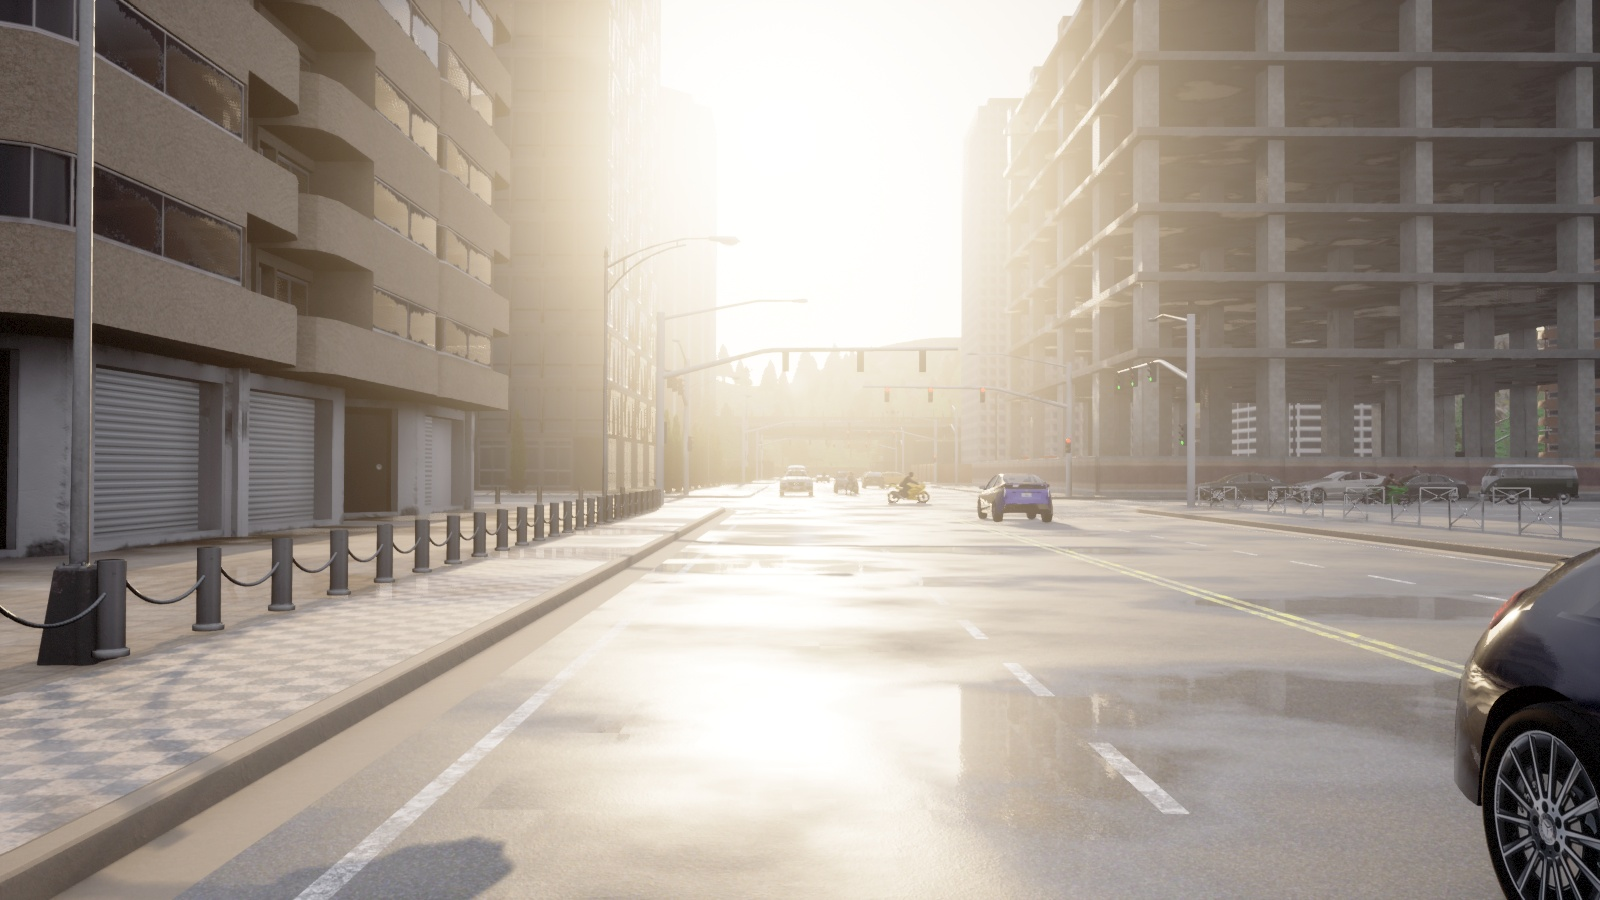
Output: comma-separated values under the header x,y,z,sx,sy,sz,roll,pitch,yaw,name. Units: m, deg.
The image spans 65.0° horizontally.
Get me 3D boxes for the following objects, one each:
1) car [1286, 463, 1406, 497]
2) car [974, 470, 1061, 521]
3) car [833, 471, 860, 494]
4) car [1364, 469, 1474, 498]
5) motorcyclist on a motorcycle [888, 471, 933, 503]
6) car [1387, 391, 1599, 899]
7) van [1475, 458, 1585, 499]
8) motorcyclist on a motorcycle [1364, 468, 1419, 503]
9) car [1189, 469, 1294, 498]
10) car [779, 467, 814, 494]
x,y,z,sx,sy,sz,roll,pitch,yaw,name
27.222,1.480,62.726,5.027,1.651,2.152,0,-1,0,car
6.893,1.409,40.286,2.007,1.525,4.514,0,-1,0,car
3.265,2.267,88.743,1.789,1.549,3.705,0,-1,0,car
32.643,1.743,66.259,4.892,1.490,1.837,0,-1,-1,car
5.194,1.734,58.967,2.044,1.523,0.797,0,-1,-1,motorcyclist on a motorcycle
3.492,0.623,2.625,2.152,1.651,5.027,0,-1,0,car
36.441,1.418,62.785,4.442,1.987,1.775,0,-1,0,van
26.224,1.570,55.720,2.044,1.523,0.797,0,-1,0,motorcyclist on a motorcycle
23.227,1.780,66.199,4.892,1.490,1.837,0,-1,0,car
-0.211,1.928,79.617,2.152,1.651,5.027,0,-1,0,car
